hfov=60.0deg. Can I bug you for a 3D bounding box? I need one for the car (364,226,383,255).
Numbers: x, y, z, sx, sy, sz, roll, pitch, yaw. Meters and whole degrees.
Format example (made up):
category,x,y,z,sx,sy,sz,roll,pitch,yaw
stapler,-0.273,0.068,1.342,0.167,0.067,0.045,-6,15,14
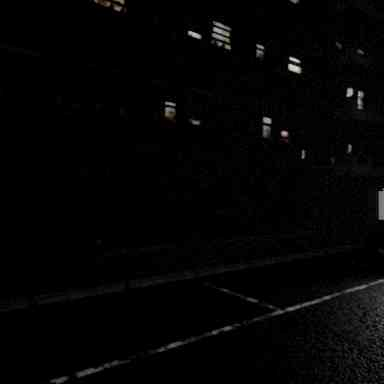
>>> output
category,x,y,z,sx,sy,sz,roll,pitch,yaw
car,8.186,1.647,12.407,4.313,1.339,1.947,0,0,-36
